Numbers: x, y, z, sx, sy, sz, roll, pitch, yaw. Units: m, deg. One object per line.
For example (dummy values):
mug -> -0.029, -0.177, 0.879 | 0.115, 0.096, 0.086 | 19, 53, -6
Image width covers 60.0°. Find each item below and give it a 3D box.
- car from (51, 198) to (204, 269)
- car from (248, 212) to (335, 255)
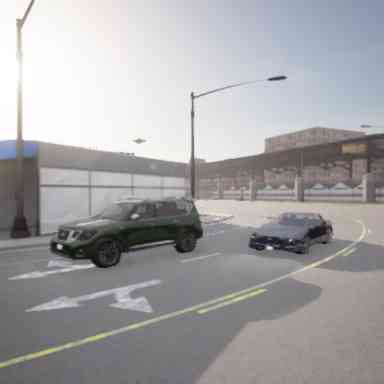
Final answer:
car -> -1.977, 1.250, 11.816 | 2.150, 2.045, 5.566 | 0, 0, 45
car -> 4.284, 1.537, 13.583 | 2.033, 1.411, 5.357 | 0, 0, 37
